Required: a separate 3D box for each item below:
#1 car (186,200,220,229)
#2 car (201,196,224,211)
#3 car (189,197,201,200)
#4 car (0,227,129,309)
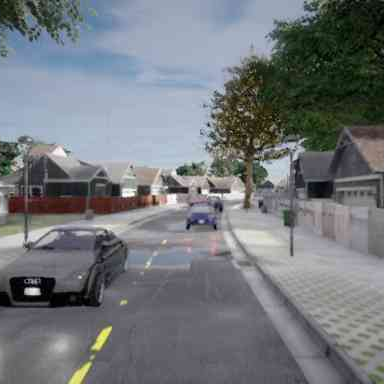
[{"bbox_3d":[0.652,1.477,21.046,1.812,1.442,4.674,0,0,3],"label":"car"},{"bbox_3d":[2.606,1.254,38.673,2.097,1.767,4.553,0,0,8],"label":"car"},{"bbox_3d":[0.712,1.367,45.270,1.882,1.535,5.008,0,0,11],"label":"car"},{"bbox_3d":[-2.778,1.547,7.826,1.994,1.385,4.181,0,0,1],"label":"car"}]
